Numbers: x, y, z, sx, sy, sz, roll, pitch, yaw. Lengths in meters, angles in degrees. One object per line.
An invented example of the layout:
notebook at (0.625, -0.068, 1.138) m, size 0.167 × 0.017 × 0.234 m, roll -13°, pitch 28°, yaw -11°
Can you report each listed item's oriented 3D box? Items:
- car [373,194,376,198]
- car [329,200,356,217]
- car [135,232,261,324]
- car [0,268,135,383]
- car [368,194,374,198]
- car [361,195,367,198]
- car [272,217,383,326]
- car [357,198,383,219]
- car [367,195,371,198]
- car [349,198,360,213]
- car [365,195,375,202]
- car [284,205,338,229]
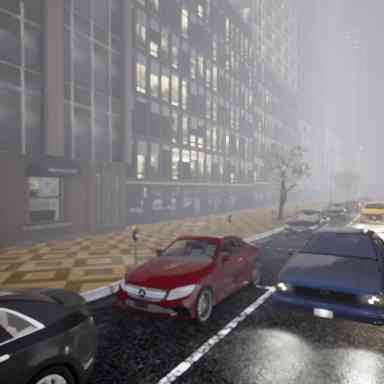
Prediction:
car at (37.575, 1.607, 70.971) m, size 2.008 × 1.369 × 4.403 m, roll 0°, pitch 0°, yaw 30°
car at (11.721, 1.566, 26.832) m, size 2.008 × 1.369 × 4.403 m, roll 0°, pitch 0°, yaw 30°
car at (0.231, 1.578, 7.215) m, size 1.802 × 1.307 × 4.206 m, roll 0°, pitch 0°, yaw 30°
car at (-2.642, 1.541, 2.311) m, size 2.008 × 1.369 × 4.403 m, roll 0°, pitch 0°, yaw 30°
car at (31.829, 1.614, 61.163) m, size 1.947 × 1.339 × 4.313 m, roll 0°, pitch 0°, yaw 30°
car at (20.338, 1.470, 41.546) m, size 1.967 × 1.590 × 4.097 m, roll 0°, pitch 0°, yaw 30°
car at (3.477, 1.552, 7.605) m, size 2.033 × 1.411 × 5.357 m, roll 0°, pitch 0°, yaw 31°
car at (13.942, 1.501, 25.285) m, size 1.882 × 1.535 × 5.008 m, roll 0°, pitch 0°, yaw 30°
car at (25.999, 1.565, 51.207) m, size 1.752 × 1.417 × 4.829 m, roll 0°, pitch 0°, yaw 30°
car at (17.466, 1.607, 36.641) m, size 1.802 × 1.307 × 4.206 m, roll 0°, pitch 0°, yaw 30°
car at (43.320, 1.503, 80.780) m, size 1.967 × 1.590 × 4.097 m, roll 0°, pitch 0°, yaw 30°
car at (5.976, 1.557, 17.024) m, size 2.008 × 1.369 × 4.403 m, roll 0°, pitch 0°, yaw 30°
